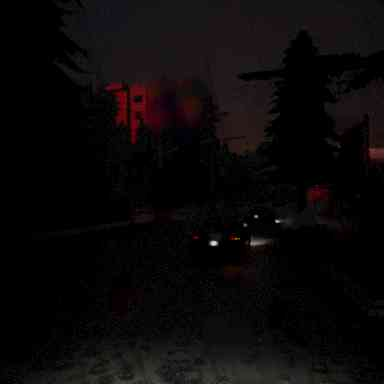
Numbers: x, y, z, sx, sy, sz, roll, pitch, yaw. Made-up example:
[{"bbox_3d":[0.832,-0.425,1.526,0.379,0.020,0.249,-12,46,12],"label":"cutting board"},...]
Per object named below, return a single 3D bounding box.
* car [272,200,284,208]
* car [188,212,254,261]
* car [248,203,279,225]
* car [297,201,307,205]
[{"bbox_3d":[16.488,2.221,63.658,2.033,1.411,5.357,0,-1,23],"label":"car"},{"bbox_3d":[1.186,1.697,13.033,1.994,1.385,4.181,0,-1,13],"label":"car"},{"bbox_3d":[5.549,1.836,26.866,1.994,1.385,4.181,0,-1,21],"label":"car"},{"bbox_3d":[23.908,2.138,72.299,2.033,1.411,5.357,0,-1,23],"label":"car"}]
